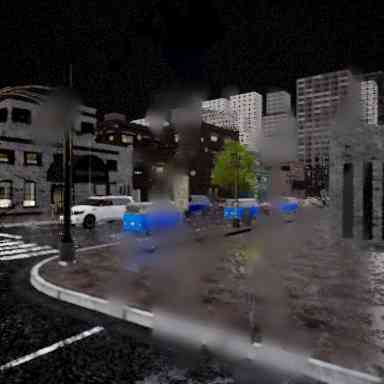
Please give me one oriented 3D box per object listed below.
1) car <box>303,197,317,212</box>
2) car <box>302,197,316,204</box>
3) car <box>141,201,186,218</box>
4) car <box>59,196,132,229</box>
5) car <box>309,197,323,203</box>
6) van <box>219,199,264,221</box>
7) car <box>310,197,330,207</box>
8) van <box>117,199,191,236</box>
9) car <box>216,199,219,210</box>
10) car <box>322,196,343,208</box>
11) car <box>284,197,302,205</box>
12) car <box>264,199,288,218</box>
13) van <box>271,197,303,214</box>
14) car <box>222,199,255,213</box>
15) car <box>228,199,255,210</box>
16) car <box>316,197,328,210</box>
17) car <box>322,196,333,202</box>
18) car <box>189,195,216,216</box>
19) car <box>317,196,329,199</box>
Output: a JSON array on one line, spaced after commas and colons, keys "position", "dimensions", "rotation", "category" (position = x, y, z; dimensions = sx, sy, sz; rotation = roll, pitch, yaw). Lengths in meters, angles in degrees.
[{"position": [13.890, 1.713, 41.789], "dimensions": [1.752, 1.417, 4.829], "rotation": [0, 0, 35], "category": "car"}, {"position": [25.887, 1.798, 73.453], "dimensions": [1.752, 1.417, 4.829], "rotation": [0, 0, 35], "category": "car"}, {"position": [-2.674, 1.627, 32.785], "dimensions": [1.752, 1.417, 4.829], "rotation": [0, 0, 35], "category": "car"}, {"position": [-6.312, 1.307, 23.094], "dimensions": [2.150, 2.045, 5.566], "rotation": [0, 0, 35], "category": "car"}, {"position": [29.158, 1.862, 78.111], "dimensions": [1.947, 1.339, 4.313], "rotation": [0, 0, 35], "category": "car"}, {"position": [4.272, 1.477, 28.094], "dimensions": [1.690, 1.788, 3.998], "rotation": [0, 0, 35], "category": "van"}, {"position": [22.691, 1.734, 58.831], "dimensions": [2.128, 1.511, 4.902], "rotation": [0, 0, 35], "category": "car"}, {"position": [-2.075, 1.448, 19.056], "dimensions": [1.690, 1.788, 3.998], "rotation": [0, 0, 35], "category": "van"}, {"position": [3.772, 1.576, 41.963], "dimensions": [1.967, 1.590, 4.097], "rotation": [0, 0, 35], "category": "car"}, {"position": [23.313, 1.558, 55.207], "dimensions": [2.192, 1.841, 5.009], "rotation": [0, 0, 35], "category": "car"}, {"position": [19.638, 1.775, 64.555], "dimensions": [1.887, 1.381, 4.507], "rotation": [0, 0, 35], "category": "car"}, {"position": [7.445, 1.697, 32.611], "dimensions": [1.887, 1.381, 4.507], "rotation": [0, 0, 35], "category": "car"}, {"position": [10.619, 1.510, 37.131], "dimensions": [1.690, 1.788, 3.998], "rotation": [0, 0, 35], "category": "van"}, {"position": [5.652, 1.622, 40.105], "dimensions": [1.882, 1.535, 5.008], "rotation": [0, 0, 35], "category": "car"}, {"position": [6.944, 1.698, 46.481], "dimensions": [1.887, 1.381, 4.507], "rotation": [0, 0, 35], "category": "car"}, {"position": [16.965, 1.771, 46.168], "dimensions": [1.947, 1.339, 4.313], "rotation": [0, 0, 35], "category": "car"}, {"position": [35.505, 1.782, 87.149], "dimensions": [1.967, 1.590, 4.097], "rotation": [0, 0, 35], "category": "car"}, {"position": [-0.354, 1.335, 31.571], "dimensions": [2.150, 2.045, 5.566], "rotation": [0, 0, 36], "category": "car"}, {"position": [20.140, 1.539, 50.688], "dimensions": [2.192, 1.841, 5.009], "rotation": [0, 0, 35], "category": "car"}]
